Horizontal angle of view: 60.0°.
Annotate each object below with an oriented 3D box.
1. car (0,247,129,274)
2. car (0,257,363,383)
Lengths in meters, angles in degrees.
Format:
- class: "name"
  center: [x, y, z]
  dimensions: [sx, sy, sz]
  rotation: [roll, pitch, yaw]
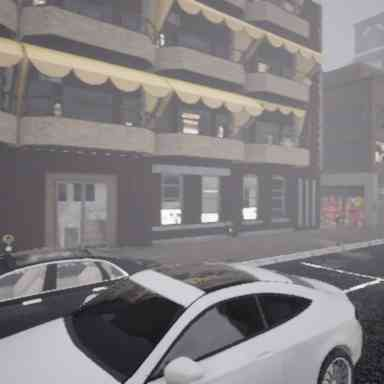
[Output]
- class: "car"
  center: [-2.419, 1.553, 4.834]
  dimensions: [4.403, 1.369, 2.008]
  rotation: [0, 0, -36]
- class: "car"
  center: [-0.127, 1.532, 3.283]
  dimensions: [4.674, 1.442, 1.812]
  rotation: [0, 0, -36]
